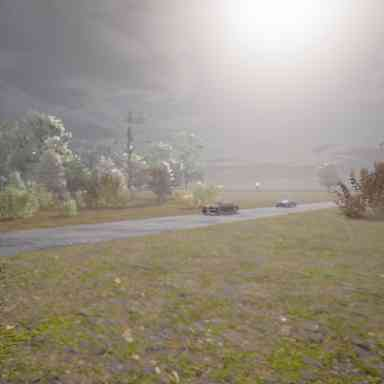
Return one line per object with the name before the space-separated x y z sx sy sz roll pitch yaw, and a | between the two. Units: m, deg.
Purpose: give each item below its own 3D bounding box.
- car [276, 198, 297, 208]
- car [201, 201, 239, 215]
car | 13.639 1.562 47.994 1.994 1.385 4.181 0 0 36
car | 2.817 1.560 33.160 1.895 1.301 4.718 0 0 36
